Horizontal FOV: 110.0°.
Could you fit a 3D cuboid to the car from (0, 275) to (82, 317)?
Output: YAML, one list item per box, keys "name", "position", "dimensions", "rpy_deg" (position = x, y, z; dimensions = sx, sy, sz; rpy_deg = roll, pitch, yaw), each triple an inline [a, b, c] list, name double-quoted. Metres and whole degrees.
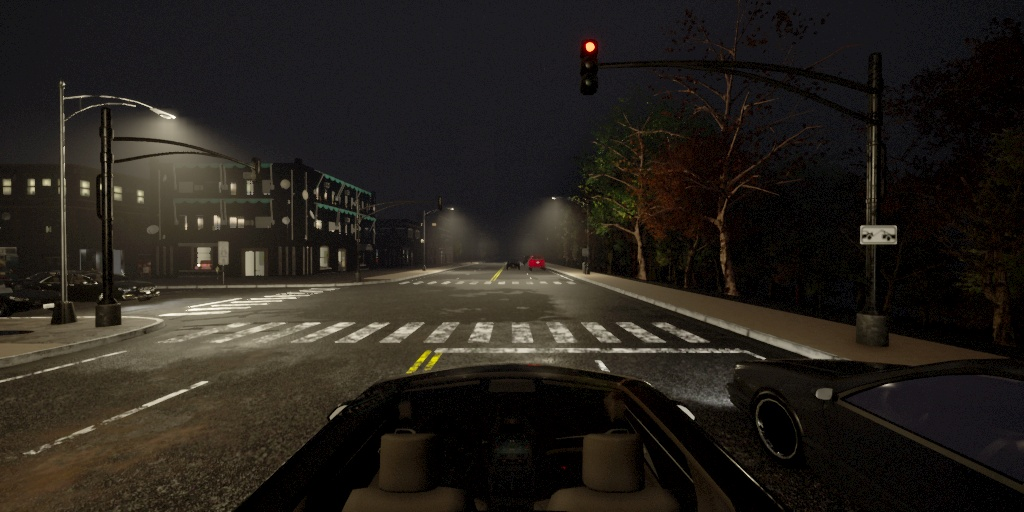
- name: "car"
  position: [-19.930, 1.564, 13.755]
  dimensions: [4.313, 1.339, 1.948]
  rpy_deg: [0, 0, 0]

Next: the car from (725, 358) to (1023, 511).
- name: "car"
  position: [3.327, 1.297, 1.762]
  dimensions: [2.033, 1.411, 5.357]
  rpy_deg: [0, 0, 3]

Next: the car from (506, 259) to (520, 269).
- name: "car"
  position: [0.181, 1.209, 54.372]
  dimensions: [1.882, 1.535, 5.008]
  rpy_deg: [0, 0, 0]

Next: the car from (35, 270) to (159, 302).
- name: "car"
  position: [-19.173, 1.469, 16.437]
  dimensions: [4.892, 1.490, 1.837]
  rpy_deg: [-1, 1, -1]

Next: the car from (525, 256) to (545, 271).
- name: "car"
  position: [3.424, 0.954, 50.279]
  dimensions: [2.150, 2.045, 5.566]
  rpy_deg: [0, 0, 0]
